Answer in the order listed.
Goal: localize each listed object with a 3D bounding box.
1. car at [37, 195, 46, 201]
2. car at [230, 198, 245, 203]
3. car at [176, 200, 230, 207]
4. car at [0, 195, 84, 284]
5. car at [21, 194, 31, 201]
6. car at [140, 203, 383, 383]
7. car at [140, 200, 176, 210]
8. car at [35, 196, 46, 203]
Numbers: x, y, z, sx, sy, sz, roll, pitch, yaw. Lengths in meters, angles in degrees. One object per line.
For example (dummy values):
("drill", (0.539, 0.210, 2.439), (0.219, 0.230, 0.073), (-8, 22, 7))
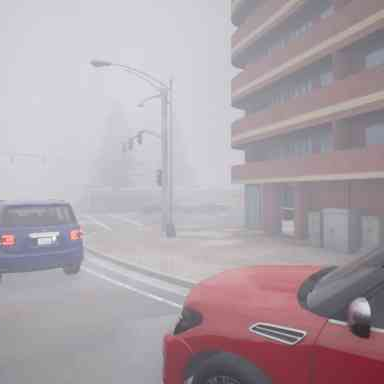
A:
("car", (-37.240, 1.478, 82.542), (1.882, 1.535, 5.008), (0, 0, -23))
("car", (5.187, 1.533, 39.732), (5.008, 1.535, 1.882), (0, 0, -23))
("car", (1.116, 1.656, 34.250), (4.718, 1.301, 1.895), (0, 0, -23))
("car", (-4.951, 1.221, 9.811), (2.150, 2.045, 5.566), (0, 0, -36))
("car", (-40.415, 1.355, 81.065), (2.097, 1.767, 4.553), (0, 0, -23))
("car", (2.348, 1.221, 2.453), (5.566, 2.045, 2.150), (0, 0, 36))
("car", (-3.340, 1.581, 36.167), (4.674, 1.442, 1.812), (0, 0, -22))
("car", (-33.219, 1.540, 73.066), (2.033, 1.411, 5.357), (0, 0, -23))
